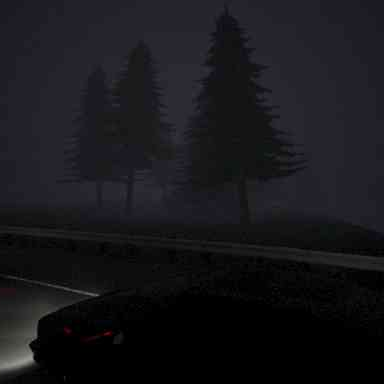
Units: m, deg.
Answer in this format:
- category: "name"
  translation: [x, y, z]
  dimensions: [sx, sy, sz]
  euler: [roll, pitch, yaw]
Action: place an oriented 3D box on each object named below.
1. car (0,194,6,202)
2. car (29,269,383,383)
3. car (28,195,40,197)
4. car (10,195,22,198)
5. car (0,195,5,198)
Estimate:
- category: "car"
  translation: [-46.115, 1.355, 78.258]
  dimensions: [2.097, 1.767, 4.553]
  euler: [0, 0, 1]
- category: "car"
  translation: [0.684, 1.547, 3.241]
  dimensions: [5.357, 1.411, 2.033]
  euler: [0, 0, 34]
- category: "car"
  translation: [-39.240, 1.477, 82.371]
  dimensions: [1.882, 1.535, 5.008]
  euler: [0, 0, -3]
- category: "car"
  translation: [-42.665, 1.540, 80.911]
  dimensions: [2.033, 1.411, 5.357]
  euler: [0, 0, 1]
- category: "car"
  translation: [-39.976, 1.524, 67.172]
  dimensions: [1.812, 1.442, 4.674]
  euler: [0, 0, 12]
